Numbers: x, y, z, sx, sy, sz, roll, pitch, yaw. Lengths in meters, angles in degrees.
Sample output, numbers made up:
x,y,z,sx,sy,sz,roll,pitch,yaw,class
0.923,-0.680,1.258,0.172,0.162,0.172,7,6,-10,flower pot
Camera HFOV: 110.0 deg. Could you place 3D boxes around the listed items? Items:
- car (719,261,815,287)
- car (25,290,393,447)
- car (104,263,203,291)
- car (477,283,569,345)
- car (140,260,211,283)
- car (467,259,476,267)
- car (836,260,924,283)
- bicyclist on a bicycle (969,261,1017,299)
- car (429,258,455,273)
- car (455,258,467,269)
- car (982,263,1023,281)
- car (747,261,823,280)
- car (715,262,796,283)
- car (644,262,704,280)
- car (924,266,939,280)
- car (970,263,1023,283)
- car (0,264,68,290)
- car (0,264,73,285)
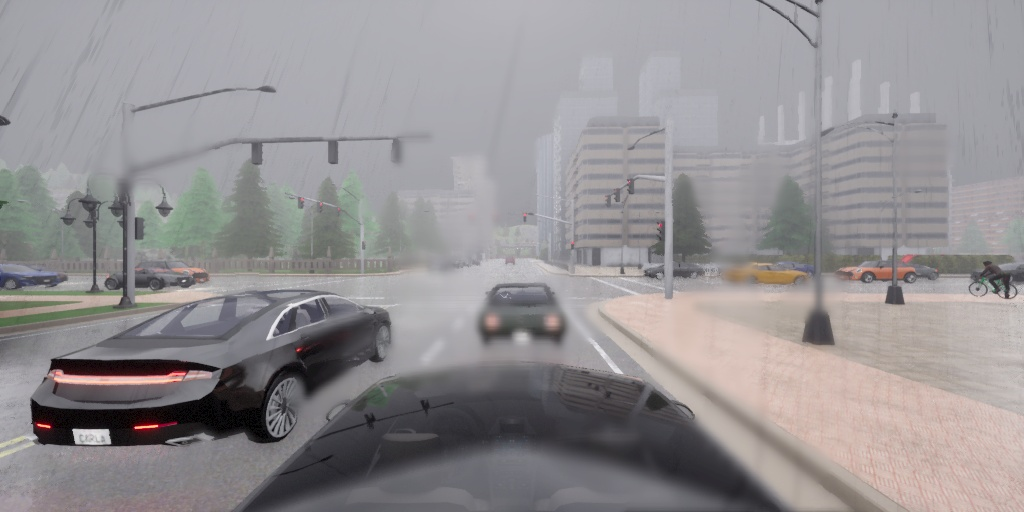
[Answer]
x,y,z,sx,sy,sz,roll,pitch,yaw,class
16.784,1.227,23.758,5.008,1.535,1.882,0,0,2,car
-3.330,1.242,5.313,2.128,1.511,4.902,0,0,1,car
-21.634,1.314,21.533,4.181,1.385,1.994,0,0,2,car
0.263,1.351,9.464,1.895,1.301,4.718,0,0,1,car
-23.886,1.102,25.113,4.553,1.767,2.097,0,0,2,car
-8.150,1.255,64.164,1.837,1.490,4.892,0,0,3,car
27.417,1.102,27.107,4.553,1.767,2.097,0,0,2,car
21.182,1.051,15.827,0.582,1.620,1.656,0,0,2,bicyclist on a bicycle
-8.861,1.241,44.299,2.128,1.511,4.902,0,0,2,car
-8.525,1.102,54.027,2.097,1.767,4.553,0,0,2,car
43.478,1.297,30.047,5.357,1.411,2.033,0,0,2,car
23.311,1.228,30.748,5.008,1.535,1.882,0,0,2,car
18.485,1.255,27.406,4.892,1.490,1.837,0,0,2,car
13.964,1.255,31.057,4.892,1.490,1.837,0,0,2,car
33.267,1.314,30.415,4.181,1.385,1.994,0,0,1,car
37.532,1.228,26.761,5.008,1.535,1.882,0,0,2,car
-30.716,1.228,21.847,5.008,1.535,1.882,0,0,2,car
-34.463,1.314,25.487,4.181,1.385,1.994,0,0,2,car
